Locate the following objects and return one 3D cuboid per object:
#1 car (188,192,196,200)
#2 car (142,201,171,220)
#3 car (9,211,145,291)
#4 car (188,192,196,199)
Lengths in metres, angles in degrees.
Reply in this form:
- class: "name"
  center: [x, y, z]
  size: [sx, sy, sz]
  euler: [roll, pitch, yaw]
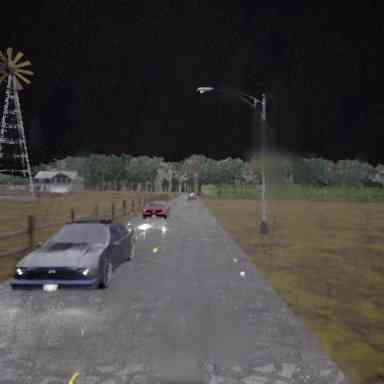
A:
- class: "car"
  center: [-0.023, 1.048, 71.091]
  size: [2.033, 1.411, 5.357]
  euler: [0, 0, 0]
- class: "car"
  center: [-2.778, 1.439, 26.686]
  size: [1.895, 1.301, 4.718]
  euler: [0, 0, 0]
- class: "car"
  center: [-2.806, 1.506, 9.294]
  size: [2.033, 1.411, 5.357]
  euler: [0, 0, 0]
- class: "car"
  center: [-0.027, 0.823, 81.507]
  size: [1.812, 1.442, 4.674]
  euler: [0, 0, 0]
